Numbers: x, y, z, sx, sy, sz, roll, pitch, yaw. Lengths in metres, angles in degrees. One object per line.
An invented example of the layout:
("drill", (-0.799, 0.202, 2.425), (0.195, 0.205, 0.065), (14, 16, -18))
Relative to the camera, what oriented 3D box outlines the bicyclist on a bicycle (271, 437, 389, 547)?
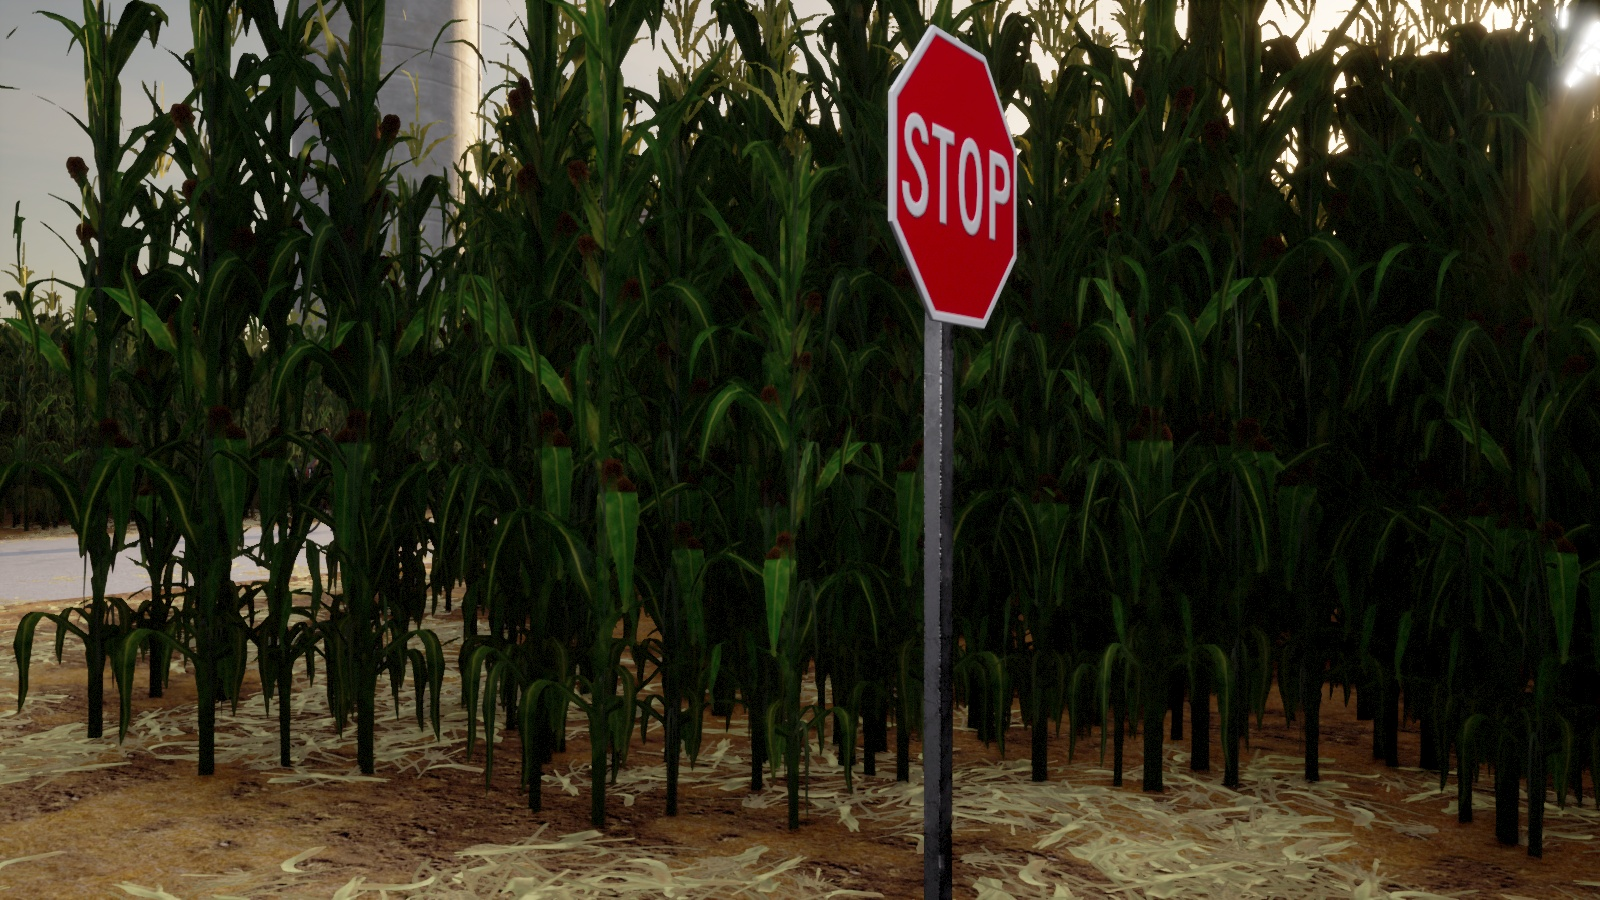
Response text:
("bicyclist on a bicycle", (-7.206, 0.611, 19.320), (0.582, 1.620, 1.656), (-1, 0, 33))
